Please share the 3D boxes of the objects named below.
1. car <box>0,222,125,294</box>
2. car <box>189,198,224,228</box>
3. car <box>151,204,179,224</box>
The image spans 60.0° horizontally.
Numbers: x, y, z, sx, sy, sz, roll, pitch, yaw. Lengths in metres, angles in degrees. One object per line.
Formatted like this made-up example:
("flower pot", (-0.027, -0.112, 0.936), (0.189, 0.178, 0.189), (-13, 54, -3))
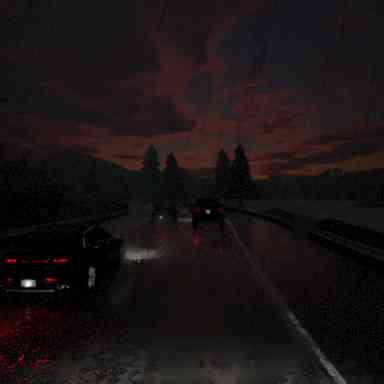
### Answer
("car", (-3.160, 1.587, 9.029), (1.837, 1.490, 4.892), (0, -1, 2))
("car", (1.189, 1.446, 24.355), (2.150, 2.045, 5.566), (0, -1, 3))
("car", (-2.203, 1.759, 27.550), (1.837, 1.490, 4.892), (0, -1, 1))
